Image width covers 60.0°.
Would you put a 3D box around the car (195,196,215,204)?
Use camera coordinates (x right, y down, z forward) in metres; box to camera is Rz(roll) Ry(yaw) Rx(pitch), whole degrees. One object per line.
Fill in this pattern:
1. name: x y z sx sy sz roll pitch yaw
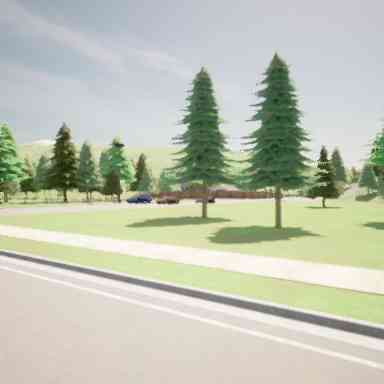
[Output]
1. car: 2.540 1.551 63.775 1.882 1.535 5.008 0 0 36

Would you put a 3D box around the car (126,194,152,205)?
1. car: -10.169 1.322 64.149 2.150 2.045 5.566 0 0 36

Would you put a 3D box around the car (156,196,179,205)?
1. car: -4.451 1.560 60.171 1.882 1.535 5.008 0 0 36
